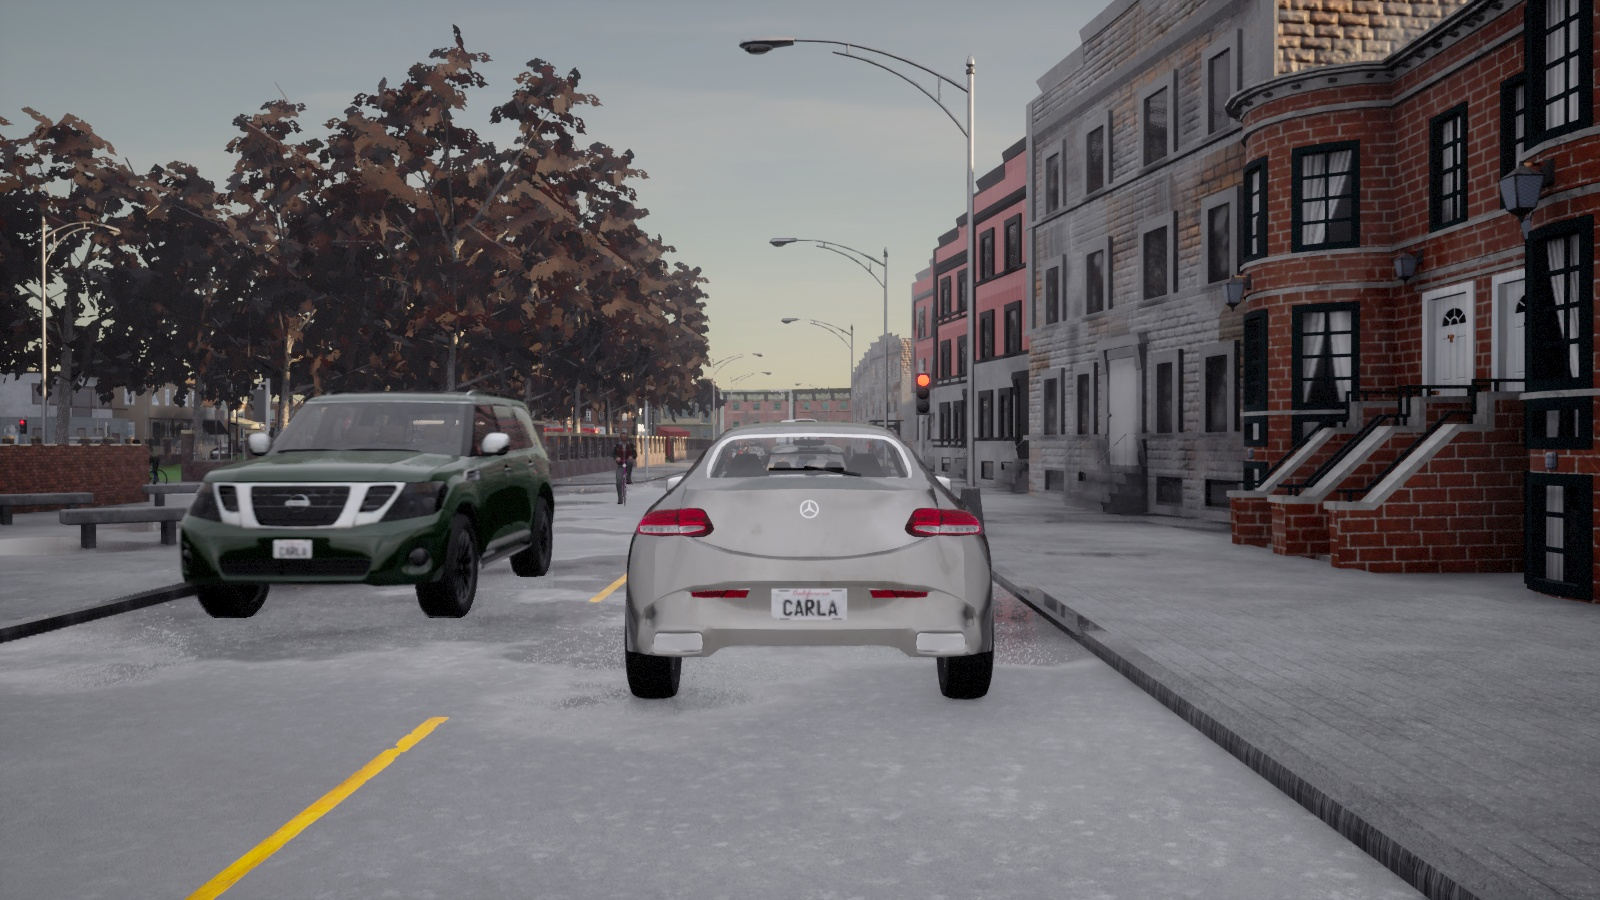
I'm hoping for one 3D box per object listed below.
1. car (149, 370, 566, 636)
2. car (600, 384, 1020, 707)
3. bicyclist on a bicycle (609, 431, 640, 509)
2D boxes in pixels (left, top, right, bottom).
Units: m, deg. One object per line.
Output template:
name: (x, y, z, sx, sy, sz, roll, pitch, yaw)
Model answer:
car: (-3.922, 0.392, 12.442, 2.150, 2.045, 5.566, 0, 0, 0)
car: (0.064, 0.475, 8.950, 2.152, 1.651, 5.027, 0, 0, 0)
bicyclist on a bicycle: (-4.116, 0.447, 29.503, 0.659, 1.776, 1.843, -1, 0, -7)
